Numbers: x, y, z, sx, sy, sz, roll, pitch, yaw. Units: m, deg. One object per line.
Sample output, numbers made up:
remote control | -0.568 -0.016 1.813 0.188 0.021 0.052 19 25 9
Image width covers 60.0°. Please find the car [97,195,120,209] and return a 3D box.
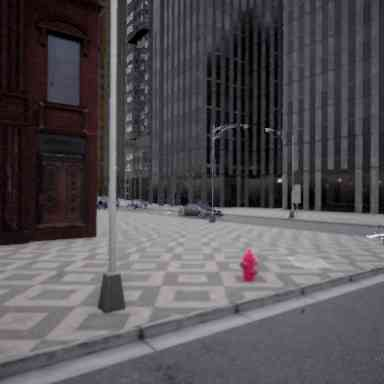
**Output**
car | -12.921 1.522 50.626 2.150 2.045 5.566 1 -1 -35

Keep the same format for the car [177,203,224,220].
car | 0.651 1.782 31.416 2.033 1.411 5.357 1 0 -35

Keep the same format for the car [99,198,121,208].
car | -14.230 1.814 57.639 1.882 1.535 5.008 1 0 -35

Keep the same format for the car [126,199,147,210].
car | -8.232 1.837 49.309 1.812 1.442 4.674 1 0 -35
